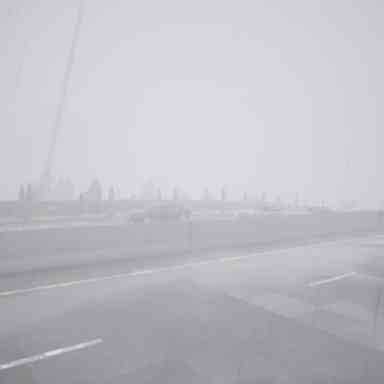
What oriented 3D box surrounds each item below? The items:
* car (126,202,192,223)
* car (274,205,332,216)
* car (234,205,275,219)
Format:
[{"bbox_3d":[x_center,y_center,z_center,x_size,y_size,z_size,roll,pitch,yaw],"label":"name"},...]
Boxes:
[{"bbox_3d":[-2.311,1.520,23.843,4.892,1.490,1.837,0,0,-36],"label":"car"},{"bbox_3d":[8.110,1.654,22.684,4.718,1.301,1.895,1,-1,-36],"label":"car"},{"bbox_3d":[5.429,1.643,25.071,4.718,1.301,1.895,1,0,-36],"label":"car"}]
